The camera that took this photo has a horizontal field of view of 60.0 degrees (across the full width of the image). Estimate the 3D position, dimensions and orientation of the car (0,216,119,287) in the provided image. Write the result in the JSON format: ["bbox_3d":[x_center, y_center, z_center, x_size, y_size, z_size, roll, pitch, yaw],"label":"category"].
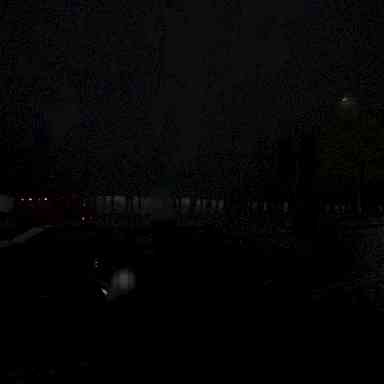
[{"bbox_3d":[-3.766,1.549,8.982,4.674,1.442,1.812,1,0,-36],"label":"car"}]

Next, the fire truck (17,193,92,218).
[{"bbox_3d":[-16.805,2.105,40.966,8.468,3.827,2.891,-1,-1,9],"label":"fire truck"}]

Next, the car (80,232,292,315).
[{"bbox_3d":[0.112,1.652,7.757,4.718,1.301,1.895,1,0,-35],"label":"car"}]
